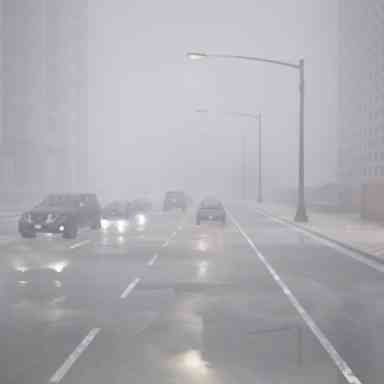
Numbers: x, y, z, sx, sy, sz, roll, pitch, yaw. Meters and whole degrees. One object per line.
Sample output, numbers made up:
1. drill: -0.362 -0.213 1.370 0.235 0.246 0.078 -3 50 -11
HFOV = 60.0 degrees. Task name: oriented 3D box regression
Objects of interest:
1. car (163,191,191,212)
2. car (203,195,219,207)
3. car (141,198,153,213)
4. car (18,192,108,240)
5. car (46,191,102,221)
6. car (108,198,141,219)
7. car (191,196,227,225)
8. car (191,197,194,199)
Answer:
1. car: -1.599 0.922 34.221 2.150 2.045 5.566 0 0 3
2. car: 2.541 1.177 44.718 1.994 1.385 4.181 0 0 3
3. car: -5.257 1.307 33.325 1.895 1.301 4.718 0 1 4
4. car: -6.253 1.073 16.580 2.150 2.045 5.566 0 0 3
5. car: -9.114 0.992 26.266 2.150 2.045 5.566 0 0 3
6. car: -5.617 1.338 26.119 1.994 1.385 4.181 0 0 3
7. car: 1.278 1.298 22.313 2.128 1.511 4.902 0 0 3
8. car: -0.839 1.086 47.995 1.837 1.490 4.892 0 0 4
